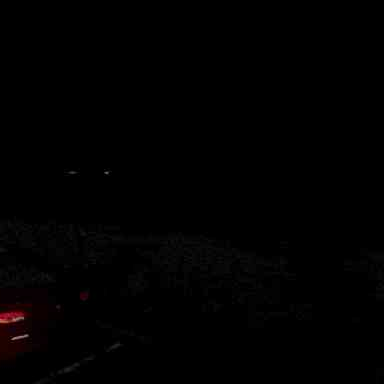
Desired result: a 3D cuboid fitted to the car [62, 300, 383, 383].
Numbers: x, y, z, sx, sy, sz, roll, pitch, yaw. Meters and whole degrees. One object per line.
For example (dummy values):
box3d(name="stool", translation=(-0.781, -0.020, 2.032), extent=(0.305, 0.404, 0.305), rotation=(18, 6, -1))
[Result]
box3d(name="car", translation=(1.258, 1.582, 2.063), extent=(4.206, 1.307, 1.802), rotation=(0, 0, 36))

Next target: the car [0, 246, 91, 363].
box3d(name="car", translation=(-3.328, 1.546, 5.341), extent=(4.206, 1.307, 1.802), rotation=(0, 0, 36))
